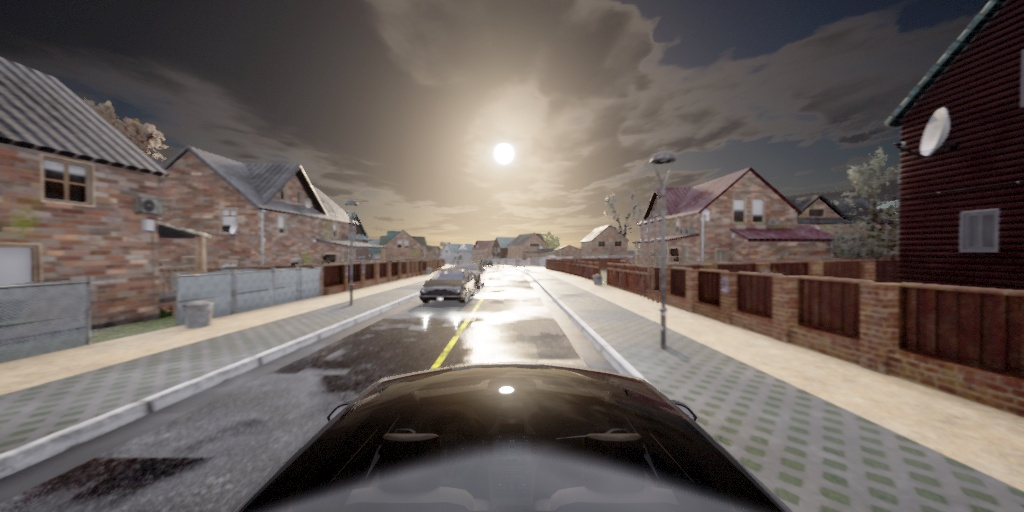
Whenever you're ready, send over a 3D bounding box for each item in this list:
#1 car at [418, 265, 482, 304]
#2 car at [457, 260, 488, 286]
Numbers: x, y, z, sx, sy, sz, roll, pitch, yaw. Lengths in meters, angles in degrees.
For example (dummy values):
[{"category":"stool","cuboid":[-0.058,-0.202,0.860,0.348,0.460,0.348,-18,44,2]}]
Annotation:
[{"category":"car","cuboid":[-2.781,1.297,16.603,2.033,1.411,5.357,0,0,0]},{"category":"car","cuboid":[-2.749,1.171,22.548,1.837,1.490,4.892,0,0,0]}]
